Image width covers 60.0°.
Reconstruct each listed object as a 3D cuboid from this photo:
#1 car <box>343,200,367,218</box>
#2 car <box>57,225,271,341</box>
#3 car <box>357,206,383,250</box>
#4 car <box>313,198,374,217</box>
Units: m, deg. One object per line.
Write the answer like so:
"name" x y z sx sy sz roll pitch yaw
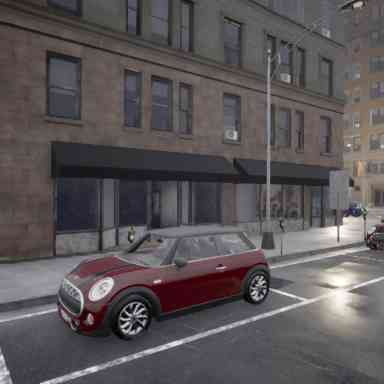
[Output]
"car" 12.325 1.124 29.458 2.150 2.045 5.566 1 0 -36
"car" -0.411 1.441 6.473 4.097 1.590 1.967 0 0 -36
"car" 8.516 1.445 12.879 4.097 1.590 1.967 0 0 -36
"car" 14.453 1.416 32.055 2.128 1.511 4.902 1 0 -36
